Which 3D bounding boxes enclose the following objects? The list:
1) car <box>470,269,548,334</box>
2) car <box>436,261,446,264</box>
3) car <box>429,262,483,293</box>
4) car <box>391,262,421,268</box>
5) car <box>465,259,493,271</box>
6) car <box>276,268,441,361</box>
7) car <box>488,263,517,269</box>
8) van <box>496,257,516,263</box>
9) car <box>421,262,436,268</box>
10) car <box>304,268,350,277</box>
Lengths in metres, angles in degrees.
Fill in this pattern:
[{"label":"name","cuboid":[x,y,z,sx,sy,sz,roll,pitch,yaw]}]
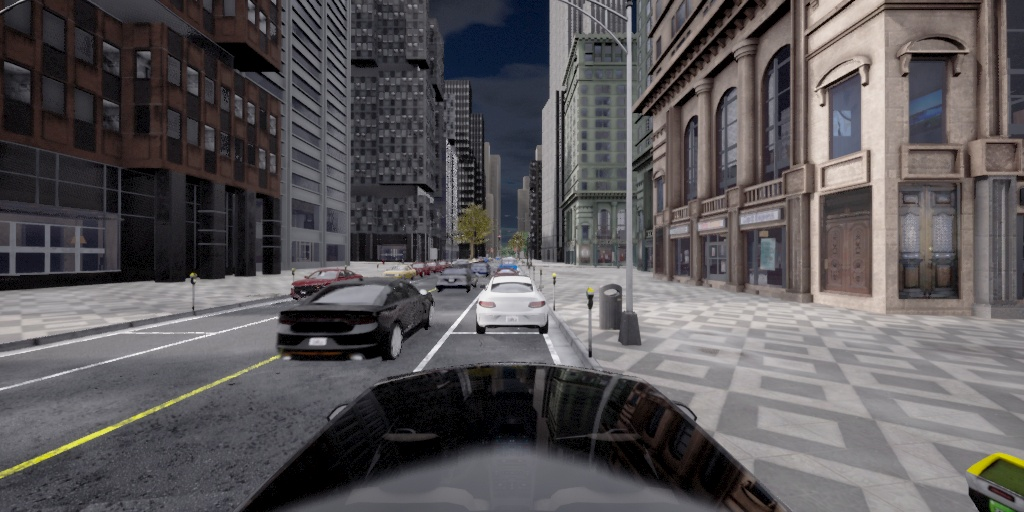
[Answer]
[{"label":"car","cuboid":[0.003,1.276,10.500,1.812,1.442,4.674,0,0,0]},{"label":"car","cuboid":[-8.923,1.299,39.680,1.888,1.381,4.507,0,0,0]},{"label":"car","cuboid":[-3.103,1.299,20.988,2.033,1.411,5.357,0,0,1]},{"label":"car","cuboid":[-8.921,1.278,28.459,1.751,1.417,4.829,0,0,0]},{"label":"car","cuboid":[-3.103,1.301,36.006,2.033,1.411,5.357,0,0,1]},{"label":"car","cuboid":[-3.145,1.228,8.287,1.882,1.535,5.008,0,0,0]},{"label":"car","cuboid":[-0.373,1.334,23.087,1.802,1.307,4.207,0,0,0]},{"label":"van","cuboid":[-0.371,1.094,34.137,1.690,1.789,3.998,0,0,0]},{"label":"car","cuboid":[-8.922,1.298,34.154,1.888,1.381,4.507,0,0,0]},{"label":"car","cuboid":[-8.919,1.296,17.578,1.888,1.381,4.507,0,0,0]}]
